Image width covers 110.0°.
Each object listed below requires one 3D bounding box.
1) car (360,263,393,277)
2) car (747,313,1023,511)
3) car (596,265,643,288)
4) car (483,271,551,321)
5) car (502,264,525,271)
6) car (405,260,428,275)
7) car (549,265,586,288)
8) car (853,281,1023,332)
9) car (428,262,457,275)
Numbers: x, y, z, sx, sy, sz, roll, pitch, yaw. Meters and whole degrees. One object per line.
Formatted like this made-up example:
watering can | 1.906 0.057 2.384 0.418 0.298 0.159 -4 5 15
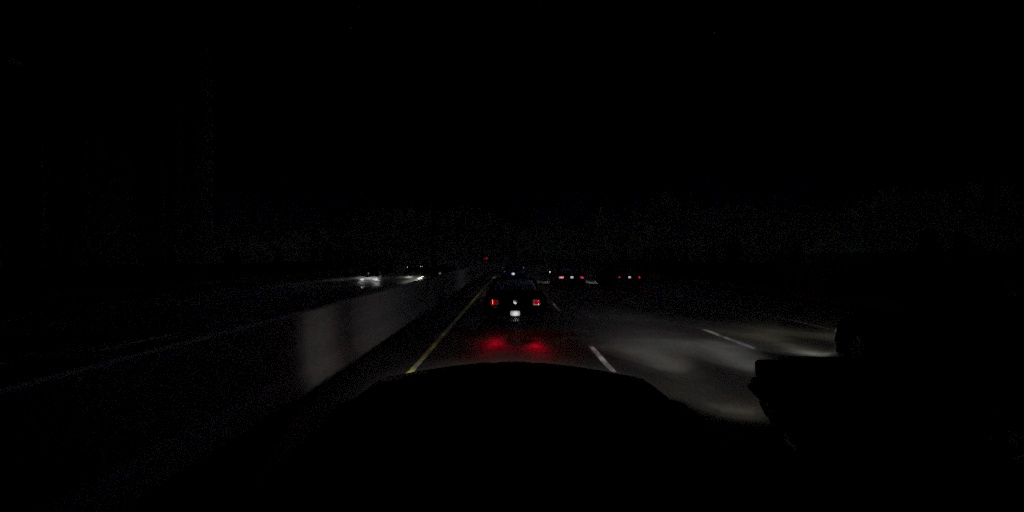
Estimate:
car | -14.096 1.435 37.436 1.895 1.301 4.718 0 0 0
car | 3.599 1.351 1.906 1.895 1.301 4.718 0 0 0
car | 7.098 1.339 24.154 2.033 1.411 5.357 0 0 0
car | 0.099 1.367 12.534 1.895 1.301 4.718 0 0 0
car | 0.098 1.371 29.887 1.994 1.385 4.181 0 0 0
car | -10.591 1.197 40.649 2.097 1.767 4.553 0 0 0
car | 3.598 1.339 24.058 2.033 1.411 5.357 0 0 0
car | 7.100 1.106 4.806 2.097 1.767 4.553 0 0 0
car | -7.097 1.436 37.700 1.895 1.301 4.718 0 0 0
